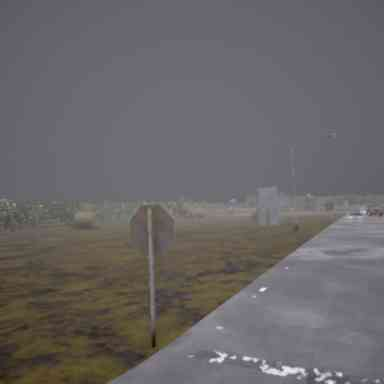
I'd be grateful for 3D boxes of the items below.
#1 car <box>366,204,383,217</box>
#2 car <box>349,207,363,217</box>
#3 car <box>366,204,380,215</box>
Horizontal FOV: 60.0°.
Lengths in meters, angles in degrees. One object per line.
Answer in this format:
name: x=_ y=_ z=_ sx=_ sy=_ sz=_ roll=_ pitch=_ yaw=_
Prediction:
car: x=29.475 y=3.194 z=53.461 sx=1.837 sy=1.490 sz=4.892 roll=-4 pitch=-4 yaw=27
car: x=28.404 y=3.468 z=57.643 sx=1.837 sy=1.490 sz=4.892 roll=-4 pitch=-3 yaw=28
car: x=34.944 y=3.334 z=64.361 sx=2.150 sy=2.045 sz=5.566 roll=-4 pitch=-4 yaw=27
